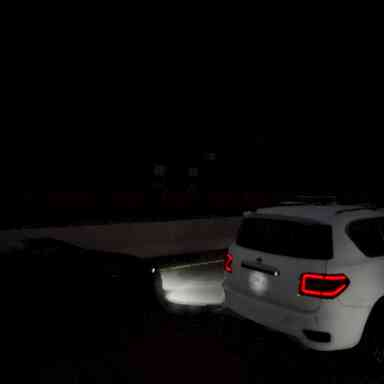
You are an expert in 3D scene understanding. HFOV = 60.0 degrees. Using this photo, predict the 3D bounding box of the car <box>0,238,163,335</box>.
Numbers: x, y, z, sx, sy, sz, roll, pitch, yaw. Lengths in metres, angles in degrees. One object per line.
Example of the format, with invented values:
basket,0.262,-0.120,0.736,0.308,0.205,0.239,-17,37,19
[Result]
car,-2.635,1.570,6.167,4.181,1.385,1.994,0,0,-36

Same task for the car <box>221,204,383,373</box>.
car,3.056,1.247,5.928,5.566,2.045,2.150,0,0,-36
